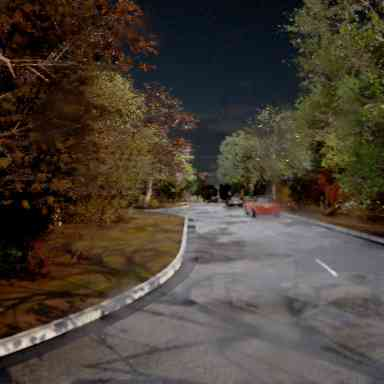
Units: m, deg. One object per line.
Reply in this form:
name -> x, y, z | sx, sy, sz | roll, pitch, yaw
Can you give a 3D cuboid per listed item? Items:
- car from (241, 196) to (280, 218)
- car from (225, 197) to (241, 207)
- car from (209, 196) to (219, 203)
car -> 5.700, 1.122, 27.465 | 2.097, 1.767, 4.553 | 1, 0, 0
car -> 5.629, 1.337, 44.689 | 1.994, 1.385, 4.181 | 1, 0, 0
car -> 5.359, 1.832, 80.619 | 1.837, 1.490, 4.892 | 1, -1, -2
